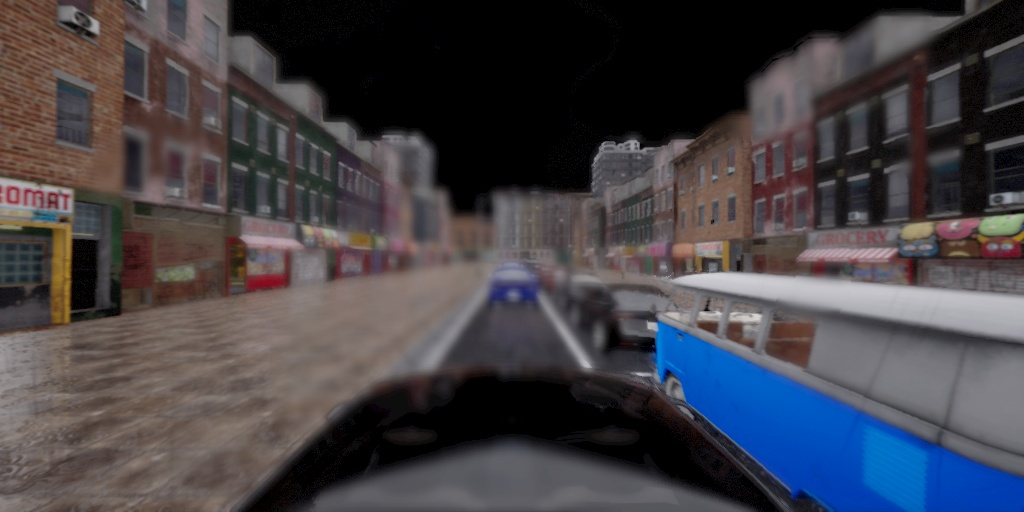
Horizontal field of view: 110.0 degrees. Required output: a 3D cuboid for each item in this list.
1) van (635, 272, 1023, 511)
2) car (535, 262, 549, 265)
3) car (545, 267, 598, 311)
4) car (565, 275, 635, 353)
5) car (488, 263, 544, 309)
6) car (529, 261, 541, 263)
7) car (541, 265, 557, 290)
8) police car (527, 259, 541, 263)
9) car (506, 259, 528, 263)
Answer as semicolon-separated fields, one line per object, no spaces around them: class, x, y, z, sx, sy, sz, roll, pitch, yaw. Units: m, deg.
van;2.640;1.090;3.114;1.690;1.789;3.998;0;0;0
car;2.643;1.327;25.128;1.802;1.307;4.207;0;0;0
car;2.642;1.295;14.121;2.007;1.370;4.403;0;0;0
car;2.641;1.312;8.618;1.948;1.339;4.313;0;0;0
car;0.079;1.222;14.943;1.882;1.535;5.008;0;0;0
car;2.644;1.328;30.632;1.802;1.307;4.207;0;0;0
car;2.643;1.326;19.624;1.802;1.307;4.207;0;0;0
police car;2.757;1.180;45.680;1.930;1.638;5.238;0;0;0
car;0.082;1.223;30.364;1.882;1.535;5.008;0;0;0
